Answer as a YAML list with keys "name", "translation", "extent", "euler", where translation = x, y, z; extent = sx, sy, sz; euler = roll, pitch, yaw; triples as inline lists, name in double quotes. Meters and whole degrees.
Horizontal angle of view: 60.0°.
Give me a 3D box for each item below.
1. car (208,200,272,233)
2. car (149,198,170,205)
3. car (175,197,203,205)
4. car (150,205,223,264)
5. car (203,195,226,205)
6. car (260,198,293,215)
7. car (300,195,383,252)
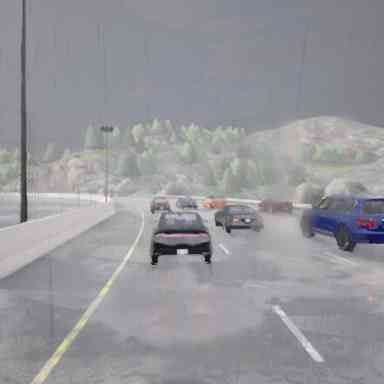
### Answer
- name: "car"
  translation: [2.475, 1.424, 18.807]
  extent: [2.033, 1.411, 5.357]
  euler: [0, 0, -6]
- name: "car"
  translation: [-3.233, 1.318, 33.243]
  extent: [1.812, 1.442, 4.674]
  euler: [0, 0, -10]
- name: "car"
  translation: [-0.690, 1.304, 38.431]
  extent: [2.033, 1.411, 5.357]
  euler: [0, 0, -12]
- name: "car"
  translation: [-0.434, 1.418, 11.583]
  extent: [2.128, 1.511, 4.902]
  euler: [0, 0, -4]
- name: "car"
  translation: [2.669, 1.100, 39.217]
  extent: [2.097, 1.767, 4.553]
  euler: [0, 0, -12]
- name: "car"
  translation: [7.754, 1.269, 31.396]
  extent: [1.882, 1.535, 5.008]
  euler: [0, 0, -9]
- name: "car"
  translation: [6.433, 1.129, 13.678]
  extent: [2.150, 2.045, 5.566]
  euler: [0, 1, -4]
